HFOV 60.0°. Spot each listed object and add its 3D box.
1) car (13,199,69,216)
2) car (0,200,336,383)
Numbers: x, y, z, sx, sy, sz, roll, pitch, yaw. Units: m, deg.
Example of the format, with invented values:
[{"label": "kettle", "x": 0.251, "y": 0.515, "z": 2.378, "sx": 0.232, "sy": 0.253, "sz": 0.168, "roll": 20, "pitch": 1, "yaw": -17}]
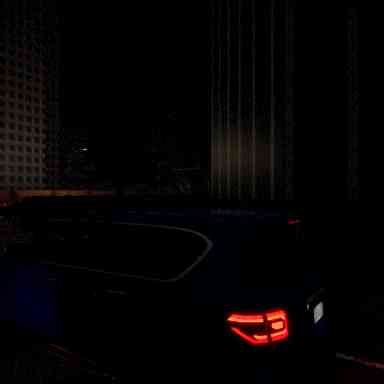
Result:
[{"label": "car", "x": -15.443, "y": 1.533, "z": 34.374, "sx": 1.882, "sy": 1.535, "sz": 5.008, "roll": 0, "pitch": 0, "yaw": 35}, {"label": "car", "x": -0.992, "y": 1.221, "z": 4.694, "sx": 5.566, "sy": 2.045, "sz": 2.150, "roll": 0, "pitch": 0, "yaw": 35}]
